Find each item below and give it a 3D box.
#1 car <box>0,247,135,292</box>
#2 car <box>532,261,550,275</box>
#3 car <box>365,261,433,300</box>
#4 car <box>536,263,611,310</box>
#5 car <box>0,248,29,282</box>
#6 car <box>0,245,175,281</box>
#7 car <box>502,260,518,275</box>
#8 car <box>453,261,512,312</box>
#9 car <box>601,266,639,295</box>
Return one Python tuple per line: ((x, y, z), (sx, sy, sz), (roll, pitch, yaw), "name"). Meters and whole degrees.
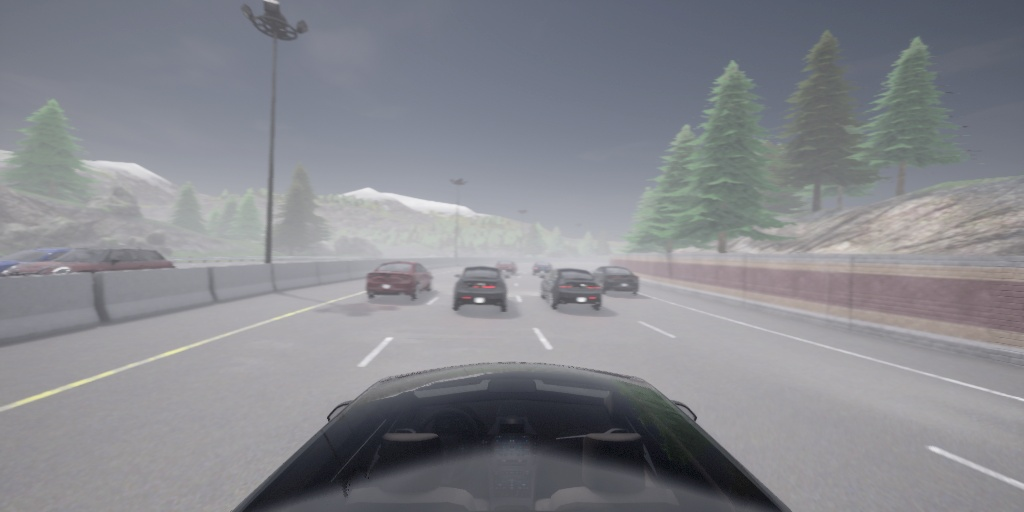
((-18.852, 0.429, 14.553), (1.882, 1.535, 5.008), (2, 0, -2), "car")
((3.099, 1.202, 35.964), (1.895, 1.301, 4.718), (2, 0, 6), "car")
((-4.721, 0.945, 15.694), (1.882, 1.535, 5.008), (2, 0, -2), "car")
((2.307, 1.239, 14.816), (1.837, 1.490, 4.892), (2, 0, -3), "car")
((-22.335, 0.381, 13.162), (2.033, 1.411, 5.357), (2, 0, -3), "car")
((-15.288, 0.445, 13.315), (2.097, 1.767, 4.553), (2, 0, -2), "car")
((-0.518, 1.075, 35.057), (1.895, 1.301, 4.718), (2, 0, 6), "car")
((-1.142, 1.120, 13.691), (1.837, 1.490, 4.892), (2, 0, -3), "car")
((5.694, 1.293, 20.621), (1.882, 1.535, 5.008), (2, 0, 0), "car")
